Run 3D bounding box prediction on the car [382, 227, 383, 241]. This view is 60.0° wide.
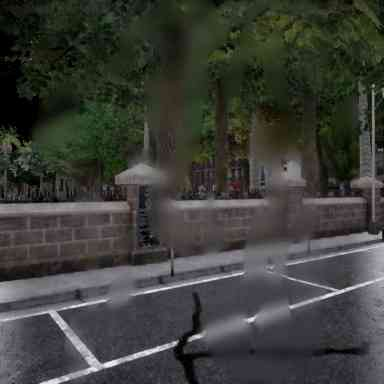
[{"bbox_3d":[9.760,1.310,13.509,5.009,1.841,2.192,0,0,-36],"label":"car"}]
